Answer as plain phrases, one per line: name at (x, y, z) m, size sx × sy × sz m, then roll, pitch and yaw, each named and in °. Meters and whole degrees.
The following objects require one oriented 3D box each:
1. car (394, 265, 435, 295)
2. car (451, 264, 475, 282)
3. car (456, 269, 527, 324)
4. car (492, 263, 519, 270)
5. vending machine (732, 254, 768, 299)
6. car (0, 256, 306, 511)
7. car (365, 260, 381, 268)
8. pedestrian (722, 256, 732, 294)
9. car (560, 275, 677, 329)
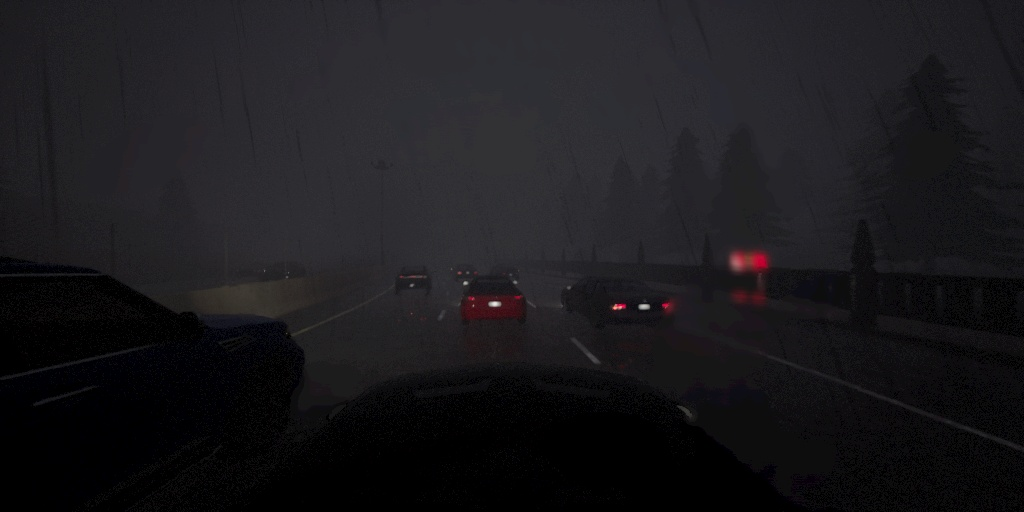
car at (-5.497, 1.276, 20.412) m, size 2.128 × 1.511 × 4.902 m, roll 0°, pitch 0°, yaw -11°
car at (-3.977, 1.334, 29.757) m, size 2.033 × 1.411 × 5.357 m, roll 0°, pitch 0°, yaw -14°
car at (-0.693, 1.325, 12.083) m, size 1.994 × 1.385 × 4.181 m, roll 0°, pitch 0°, yaw -6°
car at (-0.630, 1.301, 30.692) m, size 1.812 × 1.442 × 4.674 m, roll 0°, pitch 0°, yaw -13°
vending machine at (10.423, 0.920, 15.731) m, size 1.100 × 2.100 × 0.880 m, roll 0°, pitch 0°, yaw -7°
car at (-3.512, 0.984, 1.875) m, size 2.150 × 2.045 × 5.566 m, roll 0°, pitch 0°, yaw -1°
car at (-22.482, 1.401, 58.900) m, size 1.812 × 1.442 × 4.674 m, roll 0°, pitch 0°, yaw -14°
pedestrian at (10.241, 0.867, 16.716) m, size 0.375 × 1.860 × 0.375 m, roll 0°, pitch 0°, yaw -8°
car at (2.976, 1.295, 11.274) m, size 2.033 × 1.411 × 5.357 m, roll 0°, pitch 0°, yaw -6°
